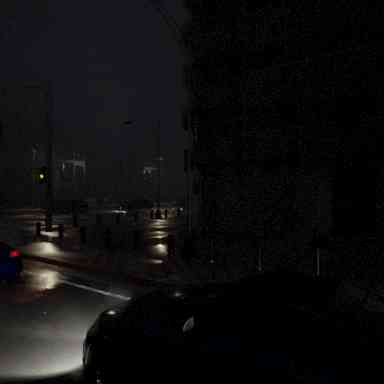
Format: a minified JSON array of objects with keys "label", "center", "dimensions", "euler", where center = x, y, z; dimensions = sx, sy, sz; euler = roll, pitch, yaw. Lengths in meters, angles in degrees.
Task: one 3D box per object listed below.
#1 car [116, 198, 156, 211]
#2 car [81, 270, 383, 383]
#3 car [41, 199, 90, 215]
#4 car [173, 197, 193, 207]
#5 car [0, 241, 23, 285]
[{"label":"car","center":[-6.808,1.492,41.050],"dimensions":[2.033,1.411,5.357],"euler":[0,0,36]},{"label":"car","center":[0.767,1.564,3.445],"dimensions":[4.181,1.385,1.994],"euler":[0,0,36]},{"label":"car","center":[-12.539,1.449,33.120],"dimensions":[1.837,1.490,4.892],"euler":[0,0,36]},{"label":"car","center":[-0.751,1.449,49.406],"dimensions":[1.837,1.490,4.892],"euler":[0,0,36]},{"label":"car","center":[-6.084,1.564,8.315],"dimensions":[4.181,1.385,1.994],"euler":[0,0,36]}]
